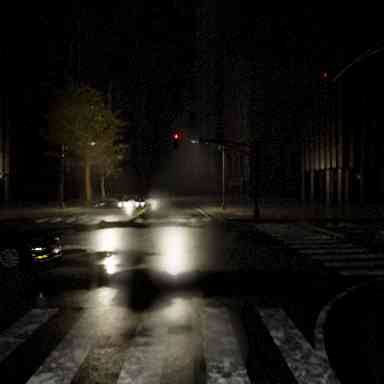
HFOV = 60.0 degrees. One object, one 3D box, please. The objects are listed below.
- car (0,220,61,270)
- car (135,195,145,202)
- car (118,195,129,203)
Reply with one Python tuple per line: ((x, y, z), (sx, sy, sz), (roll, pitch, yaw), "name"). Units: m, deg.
((-6.598, 1.551, 10.229), (4.892, 1.490, 1.837), (0, 0, -1), "car")
((-10.511, 1.305, 67.246), (2.128, 1.511, 4.902), (0, 0, -9), "car")
((-13.723, 1.307, 66.747), (2.128, 1.511, 4.902), (0, 0, -9), "car")
